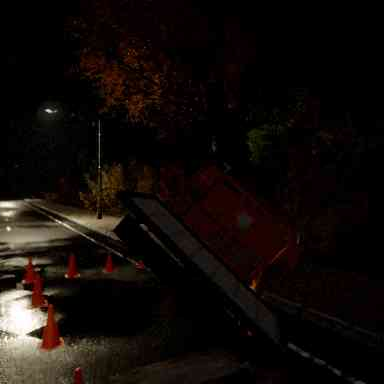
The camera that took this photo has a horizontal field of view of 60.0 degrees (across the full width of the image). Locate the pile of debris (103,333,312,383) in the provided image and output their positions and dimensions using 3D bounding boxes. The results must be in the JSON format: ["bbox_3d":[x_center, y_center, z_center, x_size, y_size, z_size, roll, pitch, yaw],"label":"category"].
[{"bbox_3d":[0.118,2.148,3.792,1.860,0.140,1.500,0,0,-30],"label":"pile of debris"}]

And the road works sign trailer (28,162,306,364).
[{"bbox_3d":[0.186,1.078,5.111,2.380,2.880,3.560,43,5,10],"label":"road works sign trailer"}]

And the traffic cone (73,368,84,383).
[{"bbox_3d":[-1.061,1.948,3.103,0.340,0.580,0.340,0,0,-30],"label":"traffic cone"}]

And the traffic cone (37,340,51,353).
[{"bbox_3d":[-2.054,1.944,4.840,0.340,0.580,0.340,0,0,-30],"label":"traffic cone"}]
